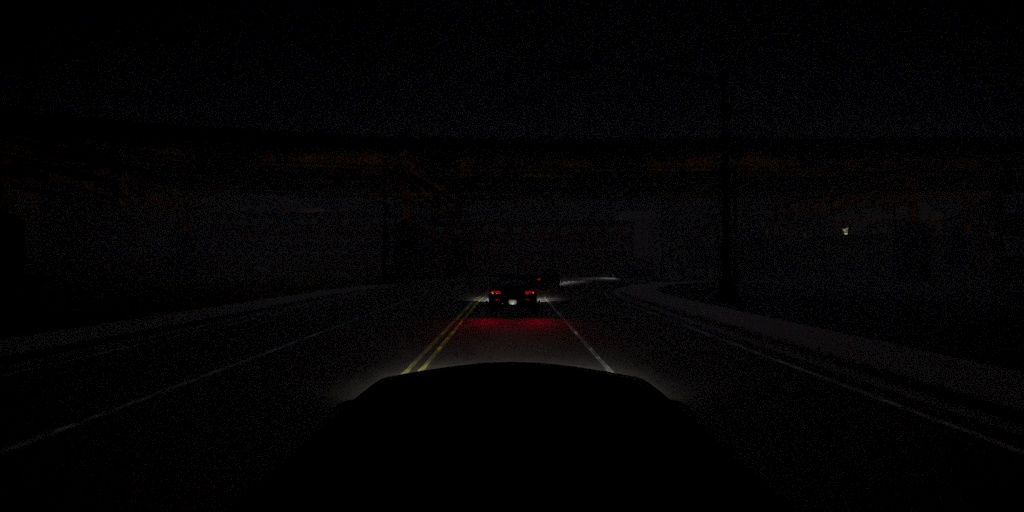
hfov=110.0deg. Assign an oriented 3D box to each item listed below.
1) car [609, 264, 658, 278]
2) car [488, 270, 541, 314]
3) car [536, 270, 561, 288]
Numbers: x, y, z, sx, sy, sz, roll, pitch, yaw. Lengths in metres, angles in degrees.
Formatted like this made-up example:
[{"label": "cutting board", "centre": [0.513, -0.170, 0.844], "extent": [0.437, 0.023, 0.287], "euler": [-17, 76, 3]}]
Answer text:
[{"label": "car", "centre": [14.155, 1.864, 42.538], "extent": [5.357, 1.411, 2.033], "euler": [0, -1, -22]}, {"label": "car", "centre": [0.060, 1.457, 14.779], "extent": [1.812, 1.442, 4.674], "euler": [0, -1, 1]}, {"label": "car", "centre": [2.304, 1.711, 27.641], "extent": [1.895, 1.301, 4.718], "euler": [0, -1, 25]}]
